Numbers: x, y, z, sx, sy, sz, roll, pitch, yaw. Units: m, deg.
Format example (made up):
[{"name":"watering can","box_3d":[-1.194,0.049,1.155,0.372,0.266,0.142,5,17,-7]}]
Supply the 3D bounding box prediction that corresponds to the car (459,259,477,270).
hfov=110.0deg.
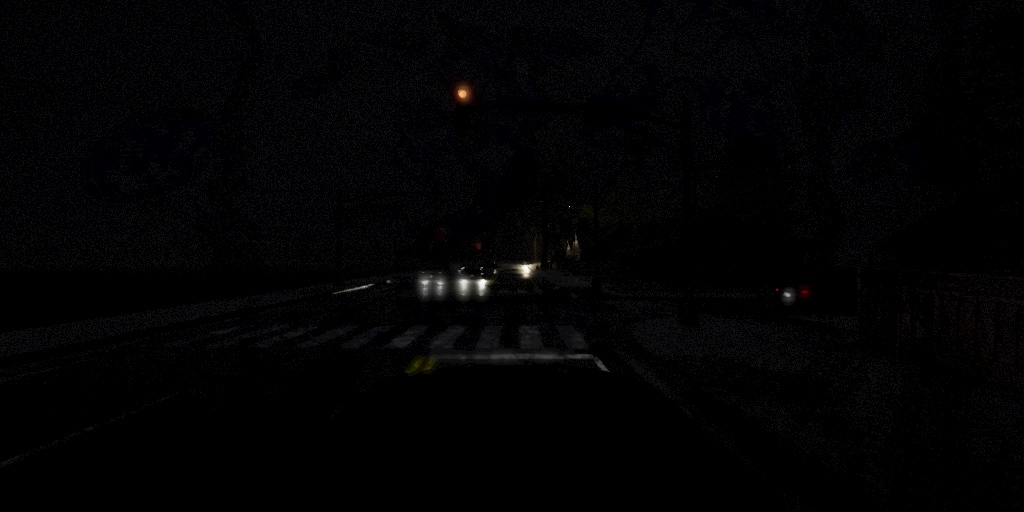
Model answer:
[{"name":"car","box_3d":[-6.559,1.237,54.264,2.128,1.511,4.902,0,0,0]}]

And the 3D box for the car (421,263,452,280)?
[{"name":"car","box_3d":[-6.593,1.292,31.980,2.033,1.411,5.357,0,0,0]}]

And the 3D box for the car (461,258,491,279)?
[{"name":"car","box_3d":[-3.341,1.096,32.342,2.097,1.767,4.553,0,0,0]}]

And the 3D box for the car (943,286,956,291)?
[{"name":"car","box_3d":[23.071,1.665,16.926,5.008,1.535,1.882,1,-2,-2]}]

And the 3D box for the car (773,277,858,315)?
[{"name":"car","box_3d":[12.480,1.493,13.681,4.181,1.385,1.994,1,-2,-2]}]

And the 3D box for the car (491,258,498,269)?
[{"name":"car","box_3d":[-3.304,1.097,54.990,2.097,1.767,4.553,0,0,0]}]
